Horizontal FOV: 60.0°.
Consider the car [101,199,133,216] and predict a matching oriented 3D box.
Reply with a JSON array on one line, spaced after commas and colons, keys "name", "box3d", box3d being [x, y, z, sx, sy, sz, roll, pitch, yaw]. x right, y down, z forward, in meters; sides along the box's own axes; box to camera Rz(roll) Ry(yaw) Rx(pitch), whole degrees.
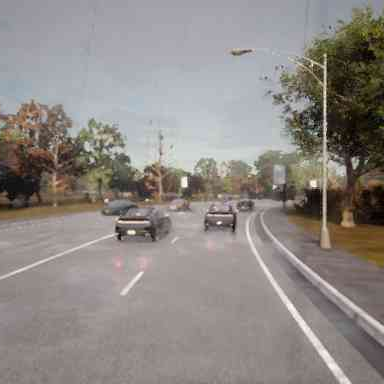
[{"name": "car", "box3d": [-6.938, 1.458, 31.883, 1.882, 1.535, 5.008, 0, 0, 13]}]

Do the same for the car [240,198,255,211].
[{"name": "car", "box3d": [6.797, 1.551, 41.922, 1.837, 1.490, 4.892, 0, 0, 17]}]

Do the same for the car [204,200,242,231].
[{"name": "car", "box3d": [1.856, 1.508, 20.695, 2.128, 1.511, 4.902, 0, 0, 9]}]

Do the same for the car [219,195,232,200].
[{"name": "car", "box3d": [7.288, 1.252, 70.696, 1.882, 1.535, 5.008, 0, 0, 27]}]

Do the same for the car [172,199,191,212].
[{"name": "car", "box3d": [-1.528, 1.530, 39.116, 1.812, 1.442, 4.674, 0, 0, 16]}]

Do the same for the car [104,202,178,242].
[{"name": "car", "box3d": [-2.268, 1.490, 16.392, 2.128, 1.511, 4.902, 0, 0, 7]}]
